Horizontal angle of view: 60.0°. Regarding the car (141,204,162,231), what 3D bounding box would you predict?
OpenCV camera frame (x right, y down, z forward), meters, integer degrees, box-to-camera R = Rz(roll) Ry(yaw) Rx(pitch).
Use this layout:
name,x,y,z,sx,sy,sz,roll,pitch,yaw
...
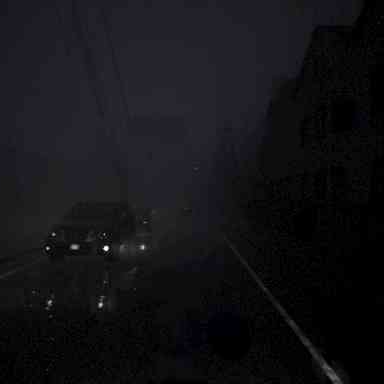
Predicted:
name,x,y,z,sx,sy,sz,roll,pitch,yaw
car,-3.501,1.780,22.586,2.033,1.411,5.357,0,-1,0

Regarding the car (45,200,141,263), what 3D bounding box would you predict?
name,x,y,z,sx,sy,sz,roll,pitch,yaw
car,-3.582,1.350,12.911,2.150,2.045,5.566,0,-1,0

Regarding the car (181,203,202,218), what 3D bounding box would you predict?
name,x,y,z,sx,sy,sz,roll,pitch,yaw
car,-0.044,1.846,34.681,2.128,1.511,4.902,0,-1,-3

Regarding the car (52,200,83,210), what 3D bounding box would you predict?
name,x,y,z,sx,sy,sz,roll,pitch,yaw
car,-22.179,2.255,59.381,4.611,1.667,2.242,0,-1,0

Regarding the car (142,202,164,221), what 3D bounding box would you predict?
name,x,y,z,sx,sy,sz,roll,pitch,yaw
car,-3.521,1.624,27.598,2.097,1.767,4.553,0,-1,0
